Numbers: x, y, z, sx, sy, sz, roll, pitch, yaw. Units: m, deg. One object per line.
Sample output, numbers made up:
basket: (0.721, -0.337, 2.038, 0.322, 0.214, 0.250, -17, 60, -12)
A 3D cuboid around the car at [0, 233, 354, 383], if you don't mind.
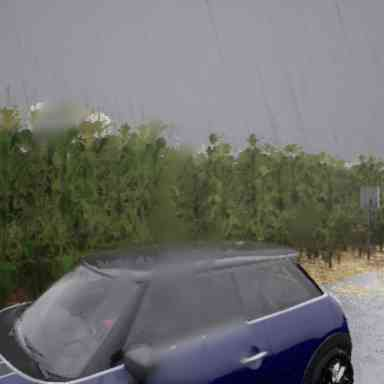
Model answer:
car: (-0.524, 1.362, 3.115, 4.553, 1.767, 2.097, 0, 0, -35)
